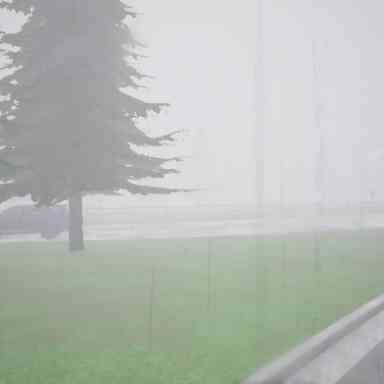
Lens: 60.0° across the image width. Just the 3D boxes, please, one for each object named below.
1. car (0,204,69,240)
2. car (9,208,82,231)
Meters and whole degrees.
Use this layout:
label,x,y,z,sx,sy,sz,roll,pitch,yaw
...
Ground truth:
label,x,y,z,sx,sy,sz,roll,pitch,yaw
car,-9.807,1.722,19.491,5.566,2.045,2.150,-1,-1,-13
car,-11.425,2.119,26.312,5.008,1.535,1.882,0,-1,-13
